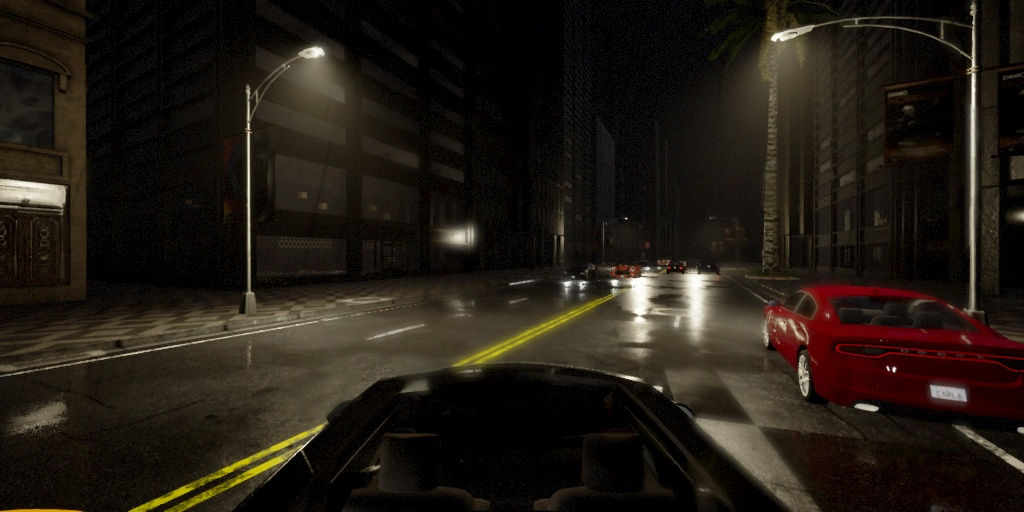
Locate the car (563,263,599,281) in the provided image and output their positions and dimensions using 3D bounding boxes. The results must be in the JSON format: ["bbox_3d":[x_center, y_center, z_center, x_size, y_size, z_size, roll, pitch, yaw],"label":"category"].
[{"bbox_3d":[6.110,1.308,31.031,2.033,1.411,5.357,0,0,27],"label":"car"}]

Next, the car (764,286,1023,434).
[{"bbox_3d":[5.508,1.228,5.796,1.882,1.535,5.008,0,0,27],"label":"car"}]

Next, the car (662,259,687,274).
[{"bbox_3d":[18.607,1.317,40.708,2.033,1.411,5.357,0,0,27],"label":"car"}]

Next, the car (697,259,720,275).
[{"bbox_3d":[21.651,1.122,39.537,2.097,1.767,4.553,0,0,27],"label":"car"}]

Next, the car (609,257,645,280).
[{"bbox_3d":[10.232,1.114,31.945,2.097,1.767,4.553,0,0,27],"label":"car"}]
